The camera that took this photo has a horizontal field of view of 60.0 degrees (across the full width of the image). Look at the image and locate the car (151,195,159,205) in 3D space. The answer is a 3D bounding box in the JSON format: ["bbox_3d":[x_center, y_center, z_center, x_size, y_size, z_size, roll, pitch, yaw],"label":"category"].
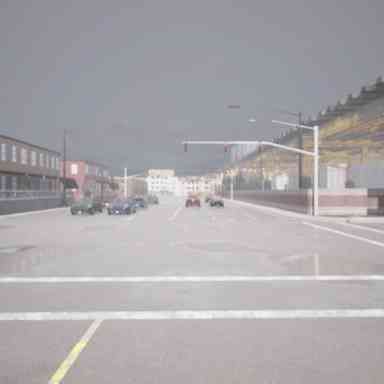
[{"bbox_3d":[-7.009,1.300,58.280,2.097,1.767,4.553,0,0,0],"label":"car"}]

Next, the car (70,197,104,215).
[{"bbox_3d":[-10.559,1.322,33.544,2.097,1.767,4.553,0,0,0],"label":"car"}]

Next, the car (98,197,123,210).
[{"bbox_3d":[-10.554,1.453,43.574,2.128,1.511,4.902,0,0,0],"label":"car"}]

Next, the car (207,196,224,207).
[{"bbox_3d":[3.649,1.557,49.931,1.895,1.301,4.718,0,0,0],"label":"car"}]

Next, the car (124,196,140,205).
[{"bbox_3d":[-10.506,1.511,58.361,1.994,1.385,4.181,0,0,0],"label":"car"}]

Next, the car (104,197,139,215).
[{"bbox_3d":[-7.059,1.322,33.670,2.097,1.767,4.553,0,0,0],"label":"car"}]

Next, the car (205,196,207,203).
[{"bbox_3d":[3.614,1.487,68.668,2.033,1.411,5.357,0,0,1],"label":"car"}]

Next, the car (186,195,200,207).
[{"bbox_3d":[0.151,1.307,51.155,2.097,1.767,4.553,0,0,0],"label":"car"}]

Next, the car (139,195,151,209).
[{"bbox_3d":[-7.047,1.487,44.266,1.812,1.442,4.674,0,0,0],"label":"car"}]

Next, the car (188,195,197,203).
[{"bbox_3d":[0.106,1.441,71.056,1.837,1.490,4.892,0,0,0],"label":"car"}]
